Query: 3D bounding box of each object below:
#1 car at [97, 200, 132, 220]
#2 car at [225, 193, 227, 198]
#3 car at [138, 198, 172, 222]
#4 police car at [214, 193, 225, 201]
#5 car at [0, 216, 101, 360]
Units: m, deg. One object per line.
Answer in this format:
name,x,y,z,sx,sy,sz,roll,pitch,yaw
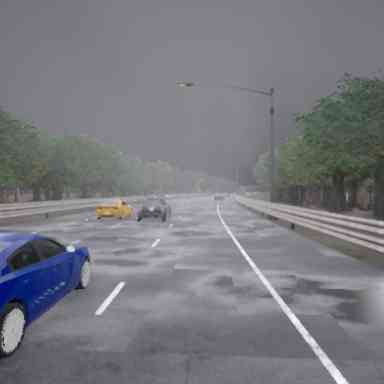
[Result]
car,-6.242,1.391,27.336,1.882,1.535,5.008,0,0,3
car,7.642,1.186,89.618,2.097,1.767,4.553,0,0,8
car,-2.801,1.271,25.833,2.097,1.767,4.553,0,0,2
police car,6.312,1.261,80.001,1.930,1.638,5.238,0,0,7
car,-3.341,1.455,5.941,1.882,1.535,5.008,0,0,1
